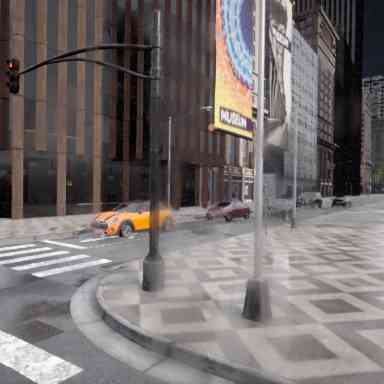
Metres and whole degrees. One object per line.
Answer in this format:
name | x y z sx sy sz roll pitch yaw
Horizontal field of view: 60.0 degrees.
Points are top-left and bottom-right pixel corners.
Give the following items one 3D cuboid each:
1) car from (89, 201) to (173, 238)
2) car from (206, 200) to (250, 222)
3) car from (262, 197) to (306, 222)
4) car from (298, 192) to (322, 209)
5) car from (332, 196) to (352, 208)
car | -3.043 1.257 17.261 2.097 1.767 4.553 1 1 36
car | 2.897 1.391 25.616 1.812 1.442 4.674 1 1 36
car | 6.947 1.416 25.802 1.837 1.490 4.892 1 1 35
car | 15.103 1.003 42.759 2.150 2.045 5.566 1 1 35
car | 19.983 1.325 44.270 1.837 1.490 4.892 1 1 36
